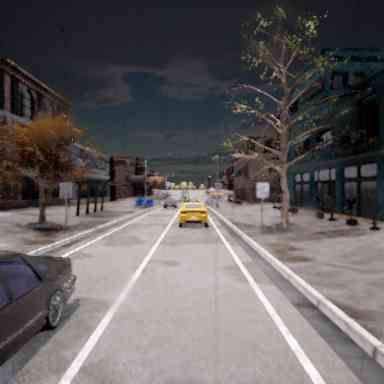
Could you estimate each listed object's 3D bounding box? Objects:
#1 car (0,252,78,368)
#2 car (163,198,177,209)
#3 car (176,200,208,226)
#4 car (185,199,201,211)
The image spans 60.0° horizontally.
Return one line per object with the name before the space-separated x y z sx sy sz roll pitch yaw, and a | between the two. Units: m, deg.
car | -3.102 1.547 4.107 2.033 1.411 5.357 0 0 0
car | -3.077 1.675 47.915 1.837 1.490 4.892 0 -1 0
car | 0.098 1.476 23.408 1.882 1.535 5.008 0 0 0
car | 0.094 1.647 41.973 1.994 1.385 4.181 0 -1 0
